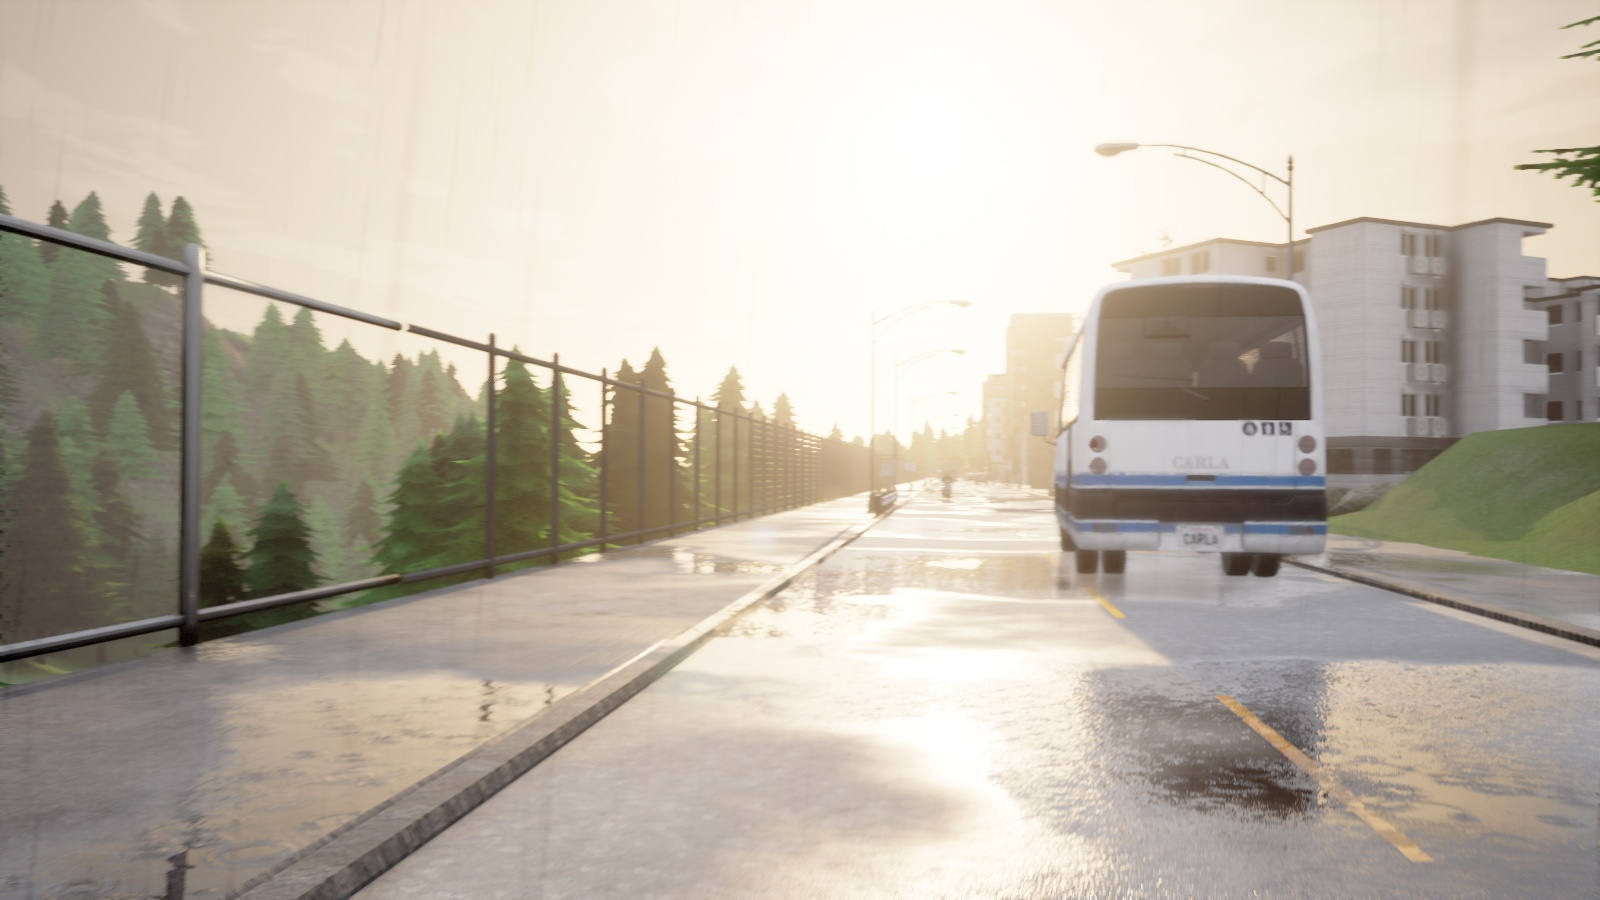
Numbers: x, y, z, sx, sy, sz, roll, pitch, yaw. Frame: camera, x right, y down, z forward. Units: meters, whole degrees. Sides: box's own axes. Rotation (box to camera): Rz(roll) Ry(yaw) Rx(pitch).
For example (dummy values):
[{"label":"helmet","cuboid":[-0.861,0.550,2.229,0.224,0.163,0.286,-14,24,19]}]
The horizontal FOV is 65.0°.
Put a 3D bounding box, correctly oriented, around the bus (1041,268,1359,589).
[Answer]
[{"label":"bus","cuboid":[6.319,-0.196,22.016,3.944,4.253,10.273,0,-1,10]}]
